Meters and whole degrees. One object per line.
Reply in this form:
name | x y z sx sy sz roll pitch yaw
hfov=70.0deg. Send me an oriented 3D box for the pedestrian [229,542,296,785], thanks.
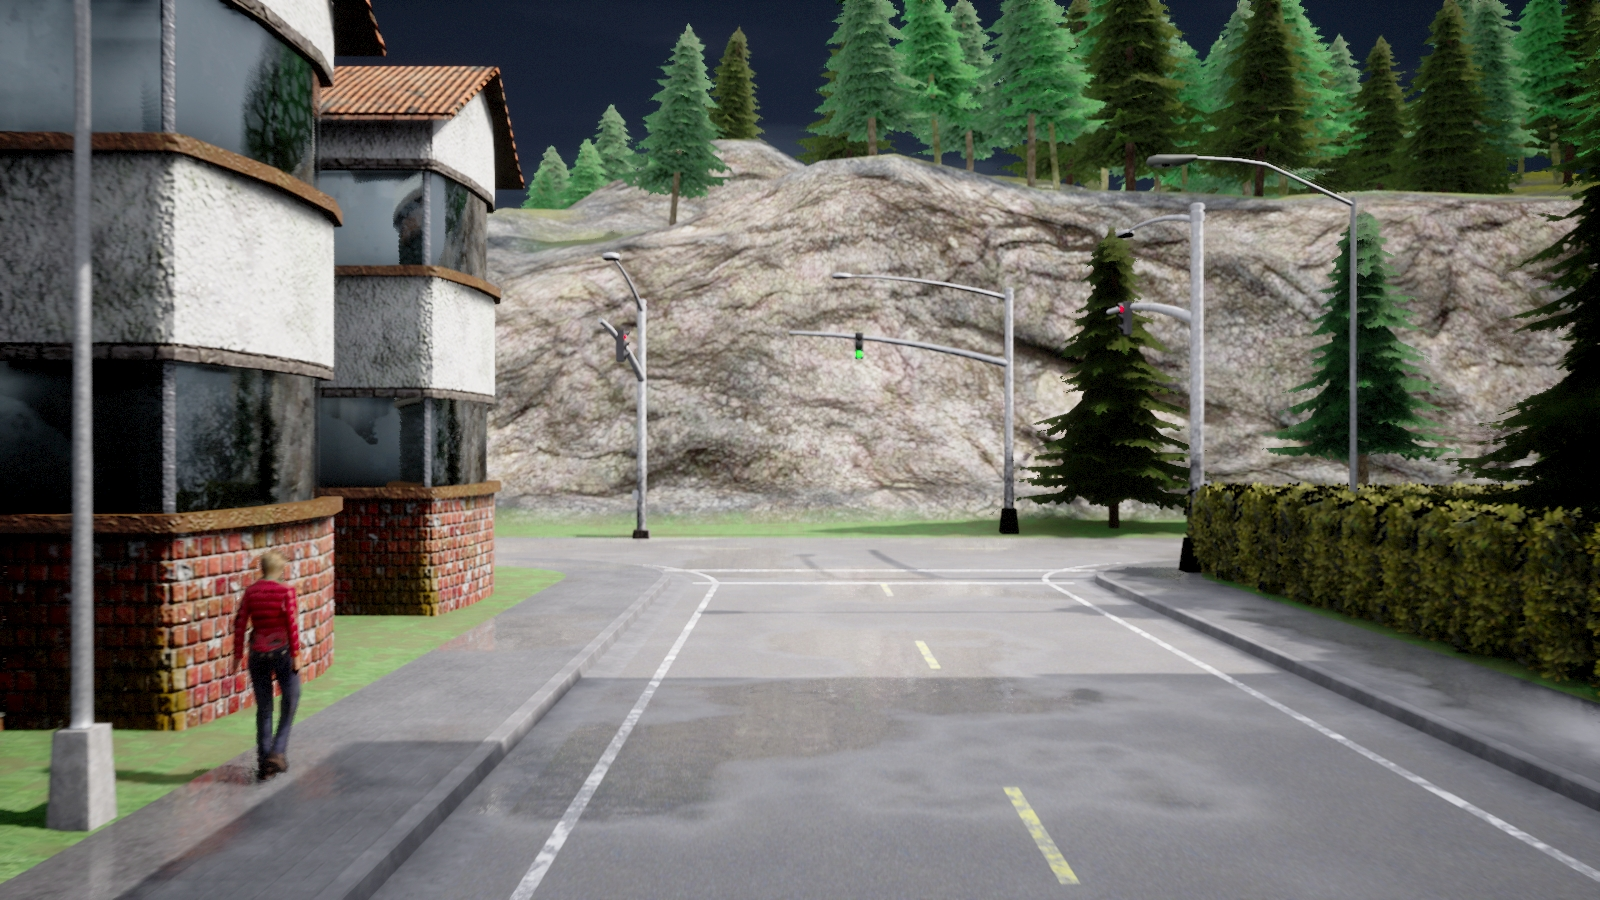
pedestrian | -4.279 1.680 9.106 0.375 1.860 0.375 0 0 -3
